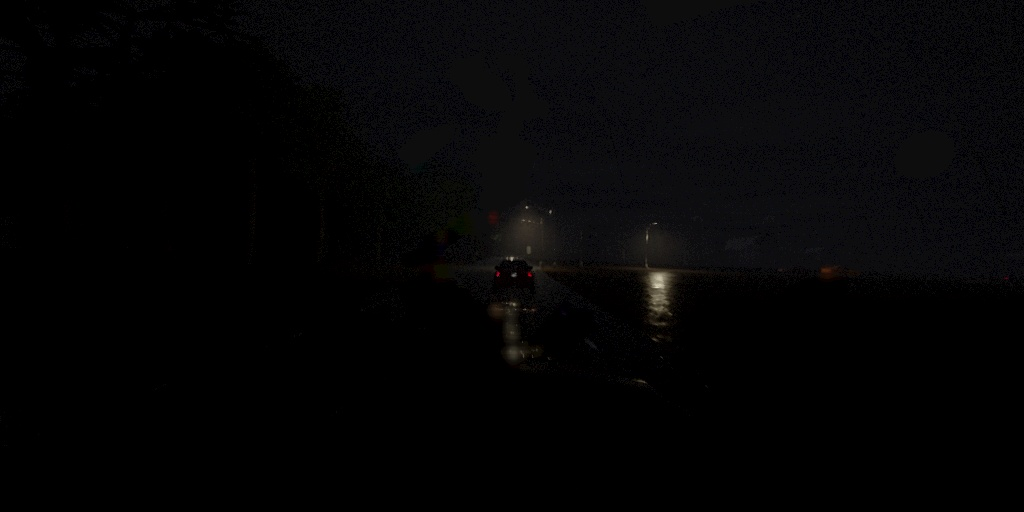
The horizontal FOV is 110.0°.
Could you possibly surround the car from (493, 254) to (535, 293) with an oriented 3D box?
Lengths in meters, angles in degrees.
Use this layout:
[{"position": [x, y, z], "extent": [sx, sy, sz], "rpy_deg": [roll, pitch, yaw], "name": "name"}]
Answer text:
[{"position": [0.095, 0.941, 19.695], "extent": [2.097, 1.767, 4.553], "rpy_deg": [0, 1, 0], "name": "car"}]
